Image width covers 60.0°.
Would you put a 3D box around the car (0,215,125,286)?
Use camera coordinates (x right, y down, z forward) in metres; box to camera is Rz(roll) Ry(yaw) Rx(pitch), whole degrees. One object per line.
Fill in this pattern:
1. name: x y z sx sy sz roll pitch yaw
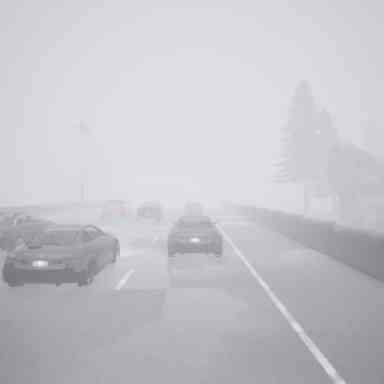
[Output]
1. car: -3.396 1.583 9.452 1.994 1.385 4.181 0 0 0

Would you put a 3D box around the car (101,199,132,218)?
1. car: -6.888 1.413 30.860 2.097 1.767 4.553 0 0 0

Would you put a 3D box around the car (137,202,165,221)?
1. car: -3.389 1.533 27.896 1.882 1.535 5.008 0 0 0

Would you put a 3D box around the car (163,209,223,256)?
1. car: 0.105 1.590 13.181 1.994 1.385 4.181 0 0 0

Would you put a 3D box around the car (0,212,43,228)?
1. car: -6.895 1.518 12.940 2.128 1.511 4.902 0 0 0

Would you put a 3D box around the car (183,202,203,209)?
1. car: 0.113 1.611 31.789 2.033 1.411 5.357 0 0 0
